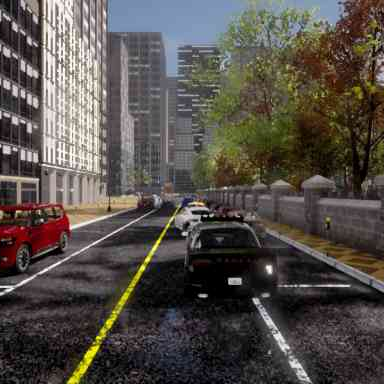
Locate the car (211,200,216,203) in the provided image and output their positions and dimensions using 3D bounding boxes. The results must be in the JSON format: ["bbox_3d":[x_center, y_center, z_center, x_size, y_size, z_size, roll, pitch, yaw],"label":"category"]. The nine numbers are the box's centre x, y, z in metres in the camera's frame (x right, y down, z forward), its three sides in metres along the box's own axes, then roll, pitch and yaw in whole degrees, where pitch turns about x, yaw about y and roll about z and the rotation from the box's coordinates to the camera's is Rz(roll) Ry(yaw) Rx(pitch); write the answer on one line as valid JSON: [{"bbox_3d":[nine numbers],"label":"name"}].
[{"bbox_3d":[2.273,1.561,27.285,1.947,1.339,4.313,0,0,-1],"label":"car"}]

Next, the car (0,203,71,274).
[{"bbox_3d":[-5.552,1.314,10.689,2.192,1.841,5.009,0,0,-1],"label":"car"}]

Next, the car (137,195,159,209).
[{"bbox_3d":[-5.955,1.304,43.936,2.192,1.841,5.009,0,0,-1],"label":"car"}]

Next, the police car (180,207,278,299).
[{"bbox_3d":[0.757,1.424,8.647,1.930,1.638,5.238,0,0,-1],"label":"police car"}]

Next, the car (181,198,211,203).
[{"bbox_3d":[0.312,1.452,24.760,1.801,1.575,5.366,0,0,4],"label":"car"}]

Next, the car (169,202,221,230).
[{"bbox_3d":[0.171,1.523,18.328,1.812,1.442,4.674,0,0,-13],"label":"car"}]

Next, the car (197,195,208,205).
[{"bbox_3d":[1.868,1.418,60.582,1.967,1.590,4.097,0,0,-1],"label":"car"}]

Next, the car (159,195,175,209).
[{"bbox_3d":[-3.266,1.552,45.697,1.994,1.385,4.181,0,0,-1],"label":"car"}]

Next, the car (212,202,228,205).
[{"bbox_3d":[2.341,1.578,21.736,1.802,1.307,4.206,0,0,-1],"label":"car"}]

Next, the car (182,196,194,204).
[{"bbox_3d":[-0.735,1.468,63.931,2.128,1.511,4.902,0,0,-1],"label":"car"}]

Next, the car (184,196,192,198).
[{"bbox_3d":[-0.483,1.465,45.857,1.882,1.535,5.008,0,0,0],"label":"car"}]

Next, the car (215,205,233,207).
[{"bbox_3d":[2.409,1.548,16.186,2.008,1.369,4.403,0,0,-1],"label":"car"}]

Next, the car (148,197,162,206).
[{"bbox_3d":[-6.089,1.564,55.017,1.802,1.307,4.206,0,0,-1],"label":"car"}]
